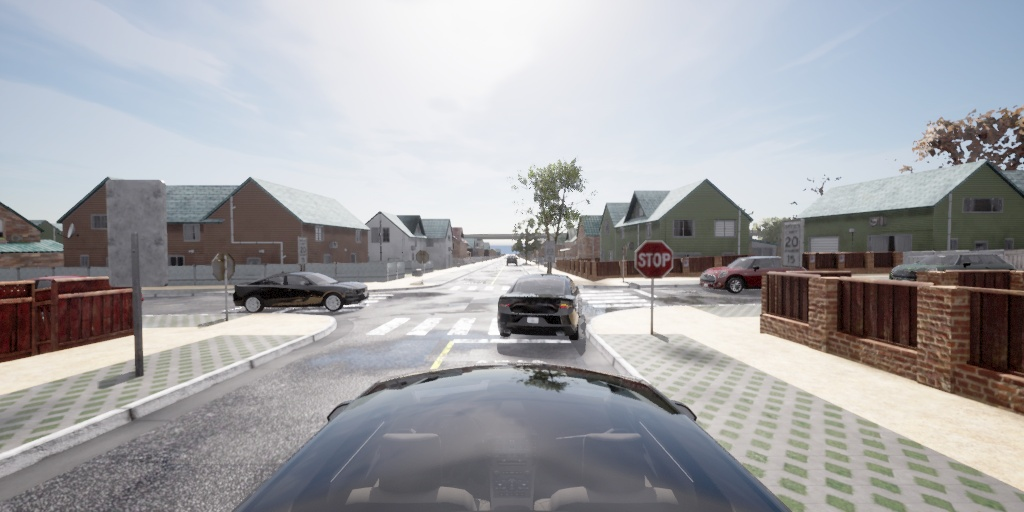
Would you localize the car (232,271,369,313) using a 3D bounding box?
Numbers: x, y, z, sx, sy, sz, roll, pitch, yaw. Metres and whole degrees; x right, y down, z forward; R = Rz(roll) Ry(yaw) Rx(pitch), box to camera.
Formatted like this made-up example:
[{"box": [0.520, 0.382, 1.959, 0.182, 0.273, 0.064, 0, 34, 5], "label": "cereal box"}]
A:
[{"box": [-8.470, 1.374, 14.610, 5.008, 1.535, 1.882, -1, 2, 0], "label": "car"}]

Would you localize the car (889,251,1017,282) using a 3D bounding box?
[{"box": [21.700, 0.643, 17.768, 4.553, 1.767, 2.097, -1, 2, 0], "label": "car"}]

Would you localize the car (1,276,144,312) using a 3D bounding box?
[{"box": [-18.023, 1.544, 14.546, 5.008, 1.535, 1.882, -1, 2, 0], "label": "car"}]

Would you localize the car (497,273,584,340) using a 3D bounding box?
[{"box": [0.957, 1.223, 10.085, 1.882, 1.535, 5.008, 0, 0, 12], "label": "car"}]

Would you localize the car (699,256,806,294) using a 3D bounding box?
[{"box": [11.805, 0.817, 17.696, 4.553, 1.767, 2.097, -1, 2, 0], "label": "car"}]
